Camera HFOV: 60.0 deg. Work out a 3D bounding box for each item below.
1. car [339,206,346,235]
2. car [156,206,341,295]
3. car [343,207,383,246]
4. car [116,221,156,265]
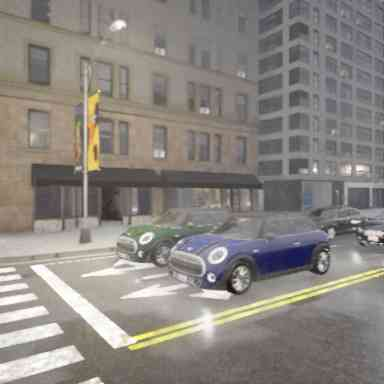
[{"bbox_3d":[7.041,1.497,16.681,4.892,1.490,1.837,0,0,-35],"label":"car"},{"bbox_3d":[1.623,1.350,8.825,4.553,1.767,2.097,0,0,-35],"label":"car"},{"bbox_3d":[8.822,1.482,13.955,4.902,1.511,2.128,0,0,-35],"label":"car"},{"bbox_3d":[-0.264,1.351,11.470,4.553,1.767,2.097,0,0,-35],"label":"car"}]
